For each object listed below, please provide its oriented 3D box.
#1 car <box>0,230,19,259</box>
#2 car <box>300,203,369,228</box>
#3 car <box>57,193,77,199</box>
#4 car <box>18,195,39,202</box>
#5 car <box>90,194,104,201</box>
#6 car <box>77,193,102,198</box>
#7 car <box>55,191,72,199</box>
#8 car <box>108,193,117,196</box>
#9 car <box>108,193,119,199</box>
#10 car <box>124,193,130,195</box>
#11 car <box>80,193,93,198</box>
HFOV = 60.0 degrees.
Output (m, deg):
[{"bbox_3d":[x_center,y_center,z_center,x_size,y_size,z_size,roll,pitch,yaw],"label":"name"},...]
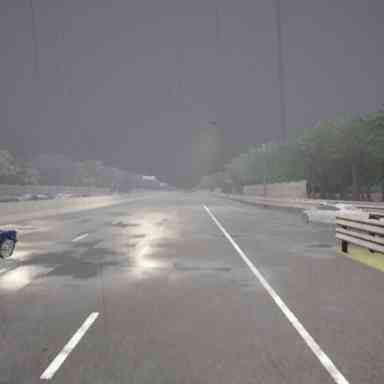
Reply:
[{"bbox_3d":[-6.906,1.538,9.353,1.895,1.301,4.718,0,0,0],"label":"car"},{"bbox_3d":[9.048,1.453,21.342,1.812,1.442,4.674,0,1,-24],"label":"car"},{"bbox_3d":[-21.031,1.290,57.698,1.895,1.301,4.718,0,0,1],"label":"car"},{"bbox_3d":[-28.024,1.217,57.336,1.812,1.442,4.674,0,0,1],"label":"car"},{"bbox_3d":[-21.034,1.134,73.546,1.812,1.442,4.674,0,0,0],"label":"car"},{"bbox_3d":[-17.534,1.236,57.737,2.033,1.411,5.357,0,0,1],"label":"car"},{"bbox_3d":[-28.033,0.837,73.134,2.150,2.045,5.566,0,0,0],"label":"car"},{"bbox_3d":[-17.534,1.150,73.562,2.033,1.411,5.357,0,0,0],"label":"car"},{"bbox_3d":[-21.098,1.077,89.306,1.994,1.385,4.181,0,0,0],"label":"car"},{"bbox_3d":[-17.598,1.077,89.317,1.994,1.385,4.181,0,0,0],"label":"car"},{"bbox_3d":[-28.096,0.915,88.926,1.895,1.301,4.718,0,0,0],"label":"car"}]
